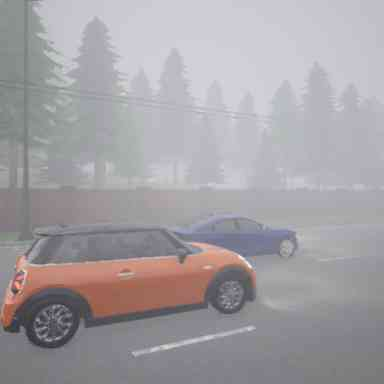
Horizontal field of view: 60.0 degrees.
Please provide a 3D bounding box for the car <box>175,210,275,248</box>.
[{"bbox_3d":[1.543,1.608,15.442,4.181,1.385,1.994,0,0,-26],"label":"car"}]

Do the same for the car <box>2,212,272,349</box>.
[{"bbox_3d":[-0.999,1.371,6.392,4.553,1.767,2.097,0,0,-26],"label":"car"}]

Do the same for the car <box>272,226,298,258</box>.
[{"bbox_3d":[1.374,1.511,11.459,5.008,1.535,1.882,0,0,-26],"label":"car"}]
